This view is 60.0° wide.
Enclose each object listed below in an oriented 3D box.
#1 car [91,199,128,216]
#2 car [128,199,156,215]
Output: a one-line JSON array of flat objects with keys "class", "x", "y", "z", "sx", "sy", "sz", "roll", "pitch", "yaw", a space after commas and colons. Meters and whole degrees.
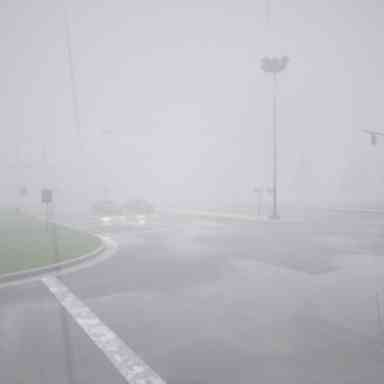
[{"class": "car", "x": -8.295, "y": 1.470, "z": 32.123, "sx": 1.837, "sy": 1.490, "sz": 4.892, "roll": 0, "pitch": 0, "yaw": -35}, {"class": "car", "x": -5.452, "y": 1.461, "z": 34.165, "sx": 1.837, "sy": 1.490, "sz": 4.892, "roll": 0, "pitch": 0, "yaw": -35}]
